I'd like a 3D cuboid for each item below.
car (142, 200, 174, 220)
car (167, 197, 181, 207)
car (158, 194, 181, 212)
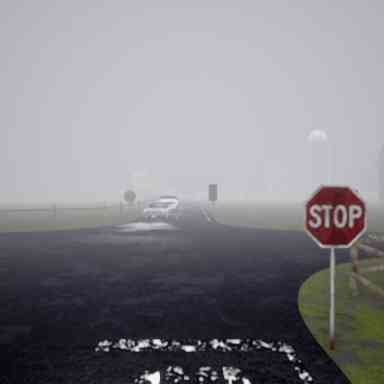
[{"bbox_3d":[-2.925,1.605,28.279,1.895,1.301,4.718,0,0,2],"label":"car"},{"bbox_3d":[-2.786,1.574,52.568,1.812,1.442,4.674,0,0,1],"label":"car"},{"bbox_3d":[-2.824,1.244,39.851,2.150,2.045,5.566,0,0,0],"label":"car"}]
